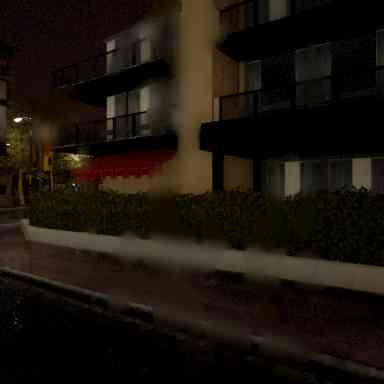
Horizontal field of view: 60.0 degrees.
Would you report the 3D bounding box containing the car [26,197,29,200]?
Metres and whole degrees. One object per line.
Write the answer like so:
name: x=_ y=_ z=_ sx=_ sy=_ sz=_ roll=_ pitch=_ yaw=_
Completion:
car: x=-36.115 y=1.481 z=67.977 sx=4.892 sy=1.521 sz=2.231 roll=0 pitch=0 yaw=36
